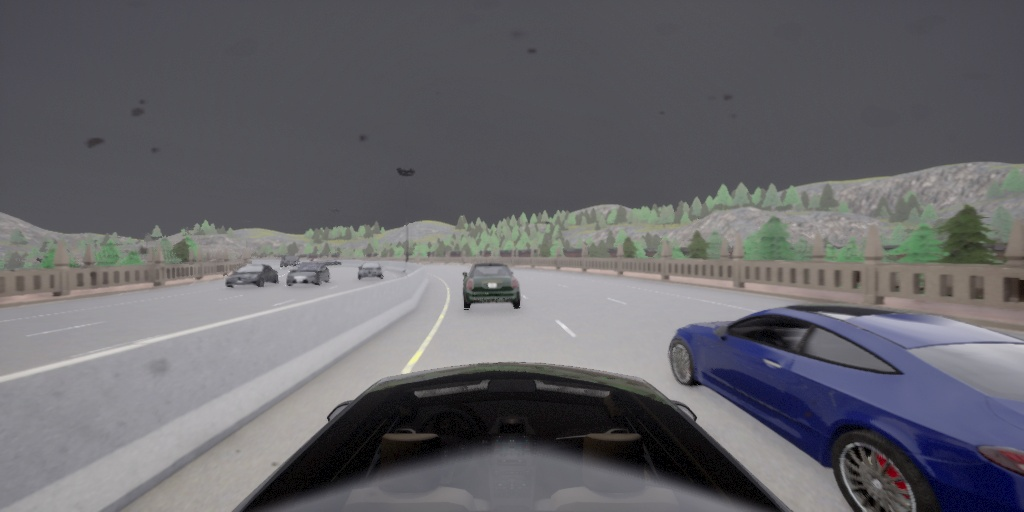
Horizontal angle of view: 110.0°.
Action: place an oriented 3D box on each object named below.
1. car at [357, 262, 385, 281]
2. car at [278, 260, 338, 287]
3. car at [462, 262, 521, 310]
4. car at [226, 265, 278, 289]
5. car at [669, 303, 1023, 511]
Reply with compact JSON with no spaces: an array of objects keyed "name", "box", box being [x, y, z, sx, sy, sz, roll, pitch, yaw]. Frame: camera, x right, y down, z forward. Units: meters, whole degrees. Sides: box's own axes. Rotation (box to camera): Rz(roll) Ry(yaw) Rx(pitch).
[{"name":"car","box":[-11.821,1.235,30.157,1.812,1.442,4.674,-1,0,-19]},{"name":"car","box":[-13.818,1.249,24.599,2.128,1.511,4.902,-1,0,-16]},{"name":"car","box":[-0.955,1.042,14.708,2.097,1.767,4.553,-1,0,-7]},{"name":"car","box":[-17.304,1.318,24.158,1.812,1.442,4.674,-1,0,-16]},{"name":"car","box":[3.444,1.232,3.844,1.812,1.442,4.674,0,0,-1]}]
